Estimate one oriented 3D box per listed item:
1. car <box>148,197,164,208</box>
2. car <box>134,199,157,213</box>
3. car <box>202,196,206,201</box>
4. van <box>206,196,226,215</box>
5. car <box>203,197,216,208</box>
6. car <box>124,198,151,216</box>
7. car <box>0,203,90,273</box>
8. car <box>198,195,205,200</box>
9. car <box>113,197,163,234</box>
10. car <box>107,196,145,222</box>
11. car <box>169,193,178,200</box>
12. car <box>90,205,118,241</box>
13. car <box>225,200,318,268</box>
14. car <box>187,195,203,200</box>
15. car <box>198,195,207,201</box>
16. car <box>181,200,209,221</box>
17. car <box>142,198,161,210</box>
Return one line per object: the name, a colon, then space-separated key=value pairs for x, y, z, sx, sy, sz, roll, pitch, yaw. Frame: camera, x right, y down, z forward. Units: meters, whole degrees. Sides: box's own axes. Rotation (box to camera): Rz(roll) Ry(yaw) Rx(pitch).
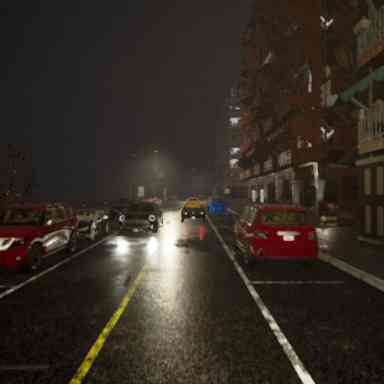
car: x=-5.307 y=1.529 z=49.476 sx=1.752 sy=1.417 sz=4.829 roll=1 pitch=0 yaw=0
car: x=-5.307 y=1.554 z=38.574 sx=2.008 sy=1.369 sz=4.403 roll=1 pitch=0 yaw=0
car: x=2.574 y=1.443 z=38.984 sx=1.967 sy=1.590 sz=4.097 roll=1 pitch=0 yaw=0
van: x=2.575 y=1.344 z=33.439 sx=1.690 sy=1.788 sz=3.998 roll=1 pitch=0 yaw=0
car: x=2.573 y=1.530 z=50.243 sx=1.752 sy=1.417 sz=4.829 roll=1 pitch=0 yaw=0
car: x=-5.306 y=1.443 z=33.038 sx=1.967 sy=1.590 sz=4.097 roll=1 pitch=0 yaw=0
car: x=-5.304 y=1.316 z=10.892 sx=2.192 sy=1.841 sz=5.009 roll=1 pitch=0 yaw=0
car: x=2.571 y=1.593 z=93.910 sx=1.802 sy=1.307 sz=4.206 roll=1 pitch=0 yaw=0
car: x=-2.850 y=1.353 z=19.140 sx=2.097 sy=1.767 sz=4.553 roll=0 pitch=0 yaw=0
car: x=-5.304 y=1.317 z=27.501 sx=2.192 sy=1.841 sz=5.009 roll=1 pitch=0 yaw=0
car: x=-5.307 y=1.451 z=93.433 sx=1.967 sy=1.590 sz=4.097 roll=1 pitch=0 yaw=0
car: x=-5.307 y=1.552 z=16.429 sx=2.008 sy=1.369 sz=4.403 roll=1 pitch=0 yaw=0
car: x=2.576 y=1.316 z=11.259 sx=2.192 sy=1.841 sz=5.009 roll=1 pitch=0 yaw=0
car: x=0.099 y=1.481 z=42.301 sx=1.882 sy=1.535 sz=5.008 roll=0 pitch=0 yaw=0
car: x=2.572 y=1.560 z=82.588 sx=2.008 sy=1.369 sz=4.403 roll=1 pitch=0 yaw=0
car: x=0.100 y=1.603 z=26.714 sx=1.895 sy=1.301 sz=4.718 roll=0 pitch=0 yaw=0
car: x=-5.307 y=1.548 z=44.110 sx=1.887 sy=1.381 sz=4.507 roll=1 pitch=0 yaw=0
